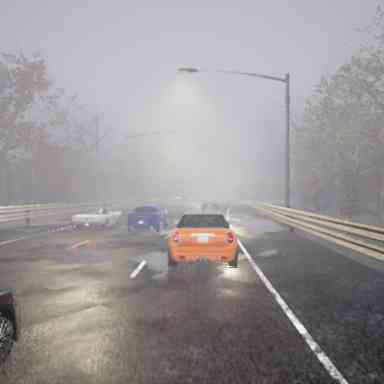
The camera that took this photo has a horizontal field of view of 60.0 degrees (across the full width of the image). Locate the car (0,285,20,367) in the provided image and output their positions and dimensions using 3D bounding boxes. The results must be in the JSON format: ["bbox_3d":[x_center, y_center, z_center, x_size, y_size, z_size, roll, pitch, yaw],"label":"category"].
[{"bbox_3d":[-3.337,1.494,2.721,2.128,1.511,4.902,0,0,0],"label":"car"}]

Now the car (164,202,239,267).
[{"bbox_3d":[0.393,1.388,11.684,2.097,1.767,4.553,0,0,2],"label":"car"}]

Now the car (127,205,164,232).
[{"bbox_3d":[-2.647,1.529,20.779,1.882,1.535,5.008,0,0,4],"label":"car"}]

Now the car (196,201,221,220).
[{"bbox_3d":[1.600,1.640,30.199,2.033,1.411,5.357,0,0,6],"label":"car"}]

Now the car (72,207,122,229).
[{"bbox_3d":[-6.087,1.644,21.961,1.895,1.301,4.718,0,0,4],"label":"car"}]
